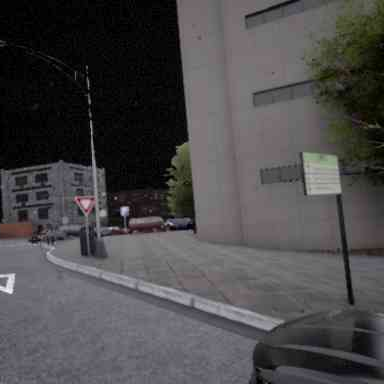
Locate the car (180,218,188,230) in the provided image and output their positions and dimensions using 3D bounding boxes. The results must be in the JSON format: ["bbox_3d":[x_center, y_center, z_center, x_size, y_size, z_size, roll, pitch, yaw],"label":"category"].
[{"bbox_3d":[-3.605,4.784,45.018,5.008,1.535,2.097,-6,-8,17],"label":"car"}]

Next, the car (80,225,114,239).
[{"bbox_3d":[-14.531,6.188,51.020,4.553,1.767,2.185,-6,-8,17],"label":"car"}]

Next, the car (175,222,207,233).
[{"bbox_3d":[-0.165,5.946,55.523,4.792,1.488,2.163,-6,-8,17],"label":"car"}]

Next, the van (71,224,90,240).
[{"bbox_3d":[-16.384,5.560,45.806,4.442,1.987,1.878,-6,-7,17],"label":"van"}]

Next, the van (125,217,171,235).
[{"bbox_3d":[-5.230,4.034,39.685,4.442,1.987,1.878,-6,-7,17],"label":"van"}]

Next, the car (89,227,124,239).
[{"bbox_3d":[-13.833,6.631,53.830,5.366,1.575,1.946,-6,-8,17],"label":"car"}]

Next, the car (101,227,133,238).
[{"bbox_3d":[-12.771,6.927,56.404,4.792,1.488,2.163,-6,-8,17],"label":"car"}]

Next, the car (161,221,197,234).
[{"bbox_3d":[-1.934,5.379,50.254,4.792,1.488,2.163,-6,-8,17],"label":"car"}]

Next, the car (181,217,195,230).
[{"bbox_3d":[-2.810,4.815,47.647,5.566,2.045,2.435,-6,-8,17],"label":"car"}]

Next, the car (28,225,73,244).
[{"bbox_3d":[-15.041,4.625,35.033,1.994,1.385,4.181,-7,-6,20],"label":"car"}]

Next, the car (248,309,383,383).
[{"bbox_3d":[2.756,1.494,1.939,5.008,1.535,1.882,1,0,36],"label":"car"}]

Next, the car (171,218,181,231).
[{"bbox_3d":[-4.442,4.540,42.323,4.792,1.488,2.163,-6,-7,17],"label":"car"}]

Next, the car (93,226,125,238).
[{"bbox_3d":[-11.259,5.539,46.365,1.812,1.442,4.674,-6,-8,17],"label":"car"}]
